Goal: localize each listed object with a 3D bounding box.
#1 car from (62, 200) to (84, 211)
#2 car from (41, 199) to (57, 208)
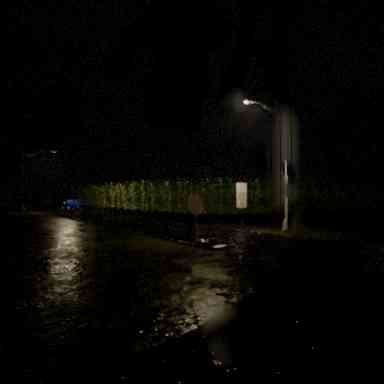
[{"bbox_3d":[-16.658,1.798,46.364,1.882,1.535,5.008,0,-1,-36],"label":"car"},{"bbox_3d":[-24.731,1.913,57.483,1.812,1.442,4.674,0,0,-37],"label":"car"}]
